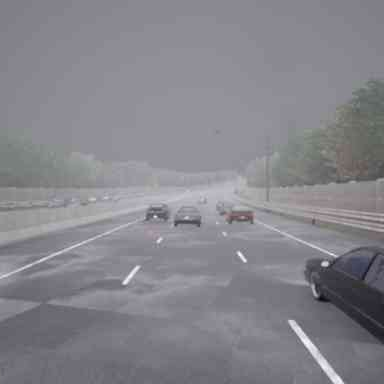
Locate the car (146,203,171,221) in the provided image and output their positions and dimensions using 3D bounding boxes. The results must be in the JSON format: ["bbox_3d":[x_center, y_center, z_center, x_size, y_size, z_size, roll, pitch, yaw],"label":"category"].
[{"bbox_3d":[-3.004,1.804,30.248,1.837,1.490,4.892,0,0,2],"label":"car"}]

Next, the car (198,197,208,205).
[{"bbox_3d":[2.303,1.988,73.220,2.128,1.511,4.902,0,0,4],"label":"car"}]

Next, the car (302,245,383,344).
[{"bbox_3d":[3.514,1.603,5.446,2.033,1.411,5.357,0,-1,0],"label":"car"}]

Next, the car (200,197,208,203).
[{"bbox_3d":[2.949,1.919,82.915,1.812,1.442,4.674,0,1,4],"label":"car"}]

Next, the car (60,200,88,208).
[{"bbox_3d":[-16.585,1.917,48.045,2.128,1.511,4.902,0,0,3],"label":"car"}]

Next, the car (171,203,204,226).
[{"bbox_3d":[-0.225,1.820,25.639,1.994,1.385,4.181,0,0,3],"label":"car"}]

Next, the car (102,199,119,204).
[{"bbox_3d":[-12.874,1.943,52.769,2.128,1.511,4.902,0,0,3],"label":"car"}]

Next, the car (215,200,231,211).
[{"bbox_3d":[4.537,1.953,49.002,2.128,1.511,4.902,0,0,2],"label":"car"}]

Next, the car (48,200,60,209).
[{"bbox_3d":[-19.982,1.937,50.578,1.837,1.490,4.892,0,0,3],"label":"car"}]

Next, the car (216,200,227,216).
[{"bbox_3d":[4.130,1.947,38.120,1.994,1.385,4.181,0,-1,2],"label":"car"}]

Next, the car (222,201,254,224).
[{"bbox_3d":[3.824,1.753,27.232,1.882,1.535,5.008,0,-1,1],"label":"car"}]
